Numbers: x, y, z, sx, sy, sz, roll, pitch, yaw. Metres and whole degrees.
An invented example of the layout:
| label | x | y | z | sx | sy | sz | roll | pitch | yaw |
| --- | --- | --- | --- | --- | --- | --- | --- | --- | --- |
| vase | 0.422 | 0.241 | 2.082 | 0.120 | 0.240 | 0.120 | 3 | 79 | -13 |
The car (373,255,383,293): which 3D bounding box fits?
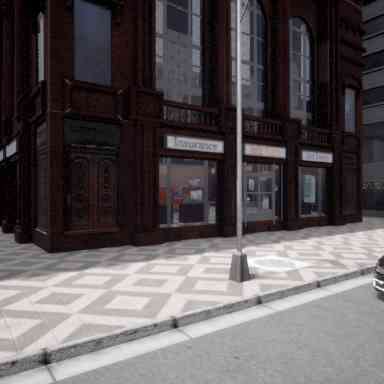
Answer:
| label | x | y | z | sx | sy | sz | roll | pitch | yaw |
| --- | --- | --- | --- | --- | --- | --- | --- | --- | --- |
| car | 6.011 | 1.507 | 7.546 | 4.892 | 1.490 | 1.837 | 0 | 0 | -36 |
